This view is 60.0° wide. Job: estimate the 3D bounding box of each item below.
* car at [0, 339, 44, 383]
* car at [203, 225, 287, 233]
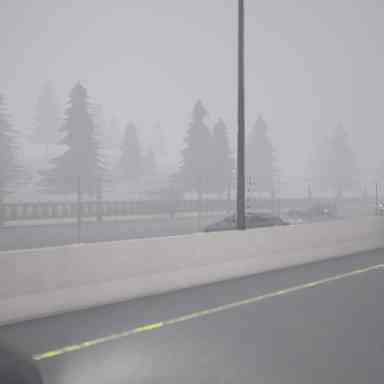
[{"bbox_3d":[-3.236,1.507,1.437,4.892,1.490,1.837,0,0,-36],"label":"car"},{"bbox_3d":[2.368,1.559,14.283,4.181,1.385,1.994,0,0,-36],"label":"car"}]
